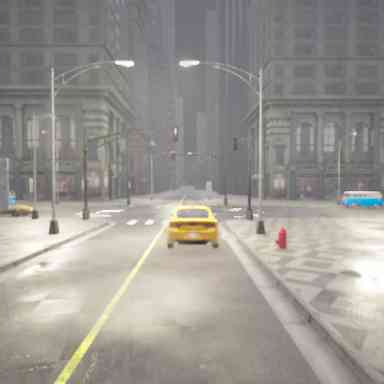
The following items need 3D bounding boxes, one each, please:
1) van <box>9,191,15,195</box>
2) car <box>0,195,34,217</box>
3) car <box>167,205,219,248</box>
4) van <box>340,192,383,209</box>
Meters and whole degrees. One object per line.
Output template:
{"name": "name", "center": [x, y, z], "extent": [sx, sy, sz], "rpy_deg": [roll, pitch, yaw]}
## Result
{"name": "van", "center": [-20.361, 0.736, 34.286], "extent": [3.998, 1.788, 1.690], "rpy_deg": [0, 2, 0]}
{"name": "car", "center": [-14.729, 1.198, 25.807], "extent": [4.829, 1.417, 1.752], "rpy_deg": [0, 2, 0]}
{"name": "car", "center": [0.047, 1.283, 13.734], "extent": [1.882, 1.535, 5.008], "rpy_deg": [0, 1, 0]}
{"name": "van", "center": [17.622, 0.854, 34.590], "extent": [3.998, 1.788, 1.690], "rpy_deg": [0, 2, 0]}
